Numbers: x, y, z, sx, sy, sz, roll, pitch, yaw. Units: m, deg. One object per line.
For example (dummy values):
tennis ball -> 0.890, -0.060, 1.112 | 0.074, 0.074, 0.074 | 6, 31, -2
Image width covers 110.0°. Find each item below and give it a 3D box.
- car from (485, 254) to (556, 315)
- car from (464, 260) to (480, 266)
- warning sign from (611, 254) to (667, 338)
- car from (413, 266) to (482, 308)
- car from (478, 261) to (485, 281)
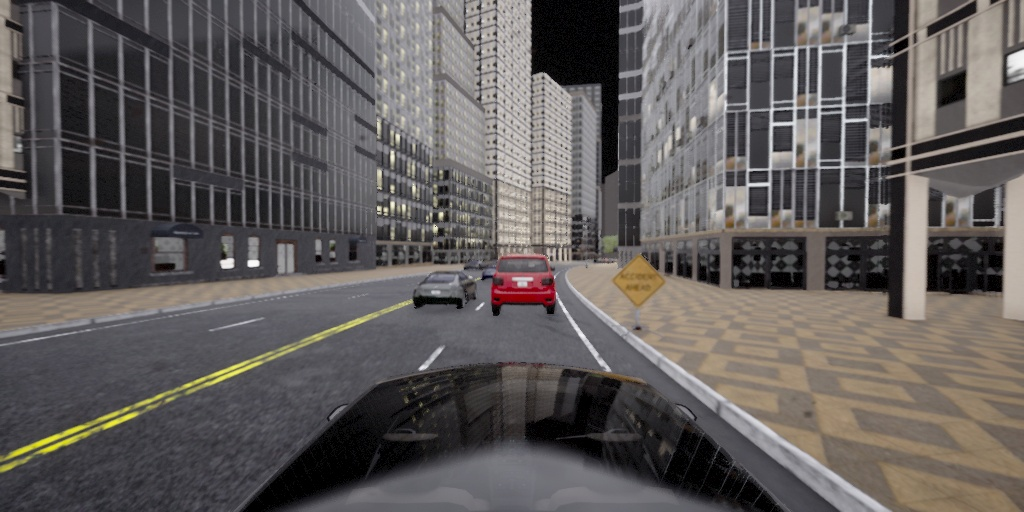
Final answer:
car -> 0.480, 0.971, 13.762 | 2.150, 2.045, 5.566 | 0, 0, 3
car -> -4.994, 1.295, 48.799 | 2.033, 1.411, 5.357 | 0, 0, 12
warning sign -> 2.962, 0.872, 8.516 | 1.300, 1.860, 1.060 | 0, 0, 2
car -> -2.673, 1.307, 15.162 | 1.994, 1.385, 4.181 | 0, 0, 4
car -> -1.242, 1.317, 30.388 | 1.994, 1.385, 4.181 | 0, 0, 7
